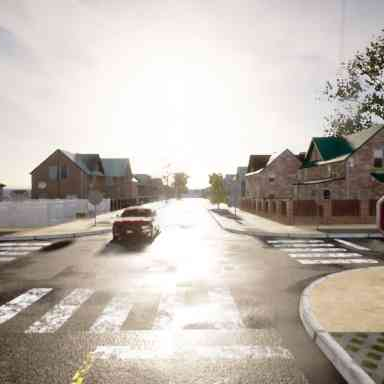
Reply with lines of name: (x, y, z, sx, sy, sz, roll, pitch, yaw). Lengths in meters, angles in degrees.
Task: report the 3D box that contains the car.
car: (-2.737, 1.491, 17.122, 1.882, 1.535, 5.008, 0, 0, 0)
